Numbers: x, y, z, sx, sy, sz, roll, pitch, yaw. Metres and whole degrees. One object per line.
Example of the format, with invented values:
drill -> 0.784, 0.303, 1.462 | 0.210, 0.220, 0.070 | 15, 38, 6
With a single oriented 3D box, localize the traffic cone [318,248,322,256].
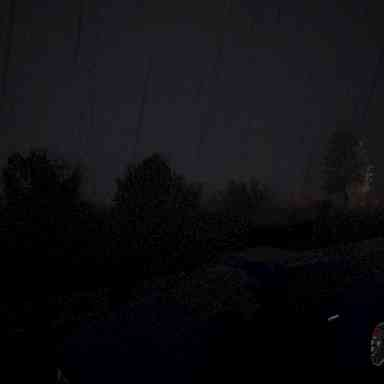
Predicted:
traffic cone -> 3.790, 1.946, 9.851 | 0.340, 0.580, 0.340 | 0, 0, -37

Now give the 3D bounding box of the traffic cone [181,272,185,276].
traffic cone -> -0.189, 1.954, 6.893 | 0.340, 0.580, 0.340 | 0, 0, -36

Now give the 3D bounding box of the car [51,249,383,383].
car -> 0.787, 1.523, 4.112 | 4.674, 1.442, 1.812 | 0, 0, -36
